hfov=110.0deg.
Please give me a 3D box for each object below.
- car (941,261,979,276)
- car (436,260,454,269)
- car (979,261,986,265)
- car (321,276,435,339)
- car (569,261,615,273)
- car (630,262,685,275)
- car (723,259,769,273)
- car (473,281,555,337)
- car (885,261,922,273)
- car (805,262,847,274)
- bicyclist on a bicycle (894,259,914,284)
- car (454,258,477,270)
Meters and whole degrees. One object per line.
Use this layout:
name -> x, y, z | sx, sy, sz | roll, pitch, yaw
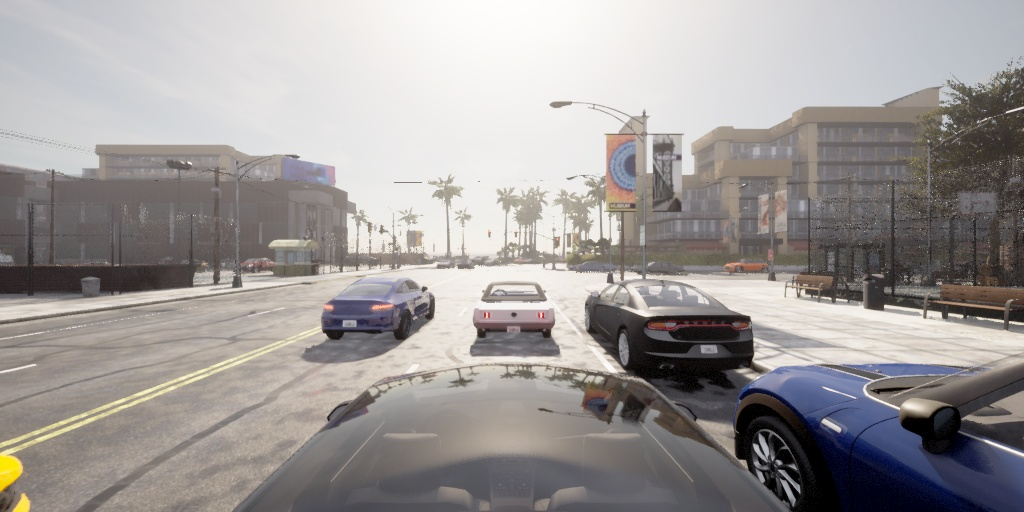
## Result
car -> 45.165, 1.241, 35.124 | 4.902, 1.511, 2.128 | 0, 0, -1
car -> -10.273, 1.297, 56.052 | 2.033, 1.411, 5.357 | 0, 0, 4
car -> 45.198, 1.241, 31.624 | 4.902, 1.511, 2.128 | 0, 0, -1
car -> -3.441, 1.276, 9.938 | 1.812, 1.442, 4.674 | 0, 0, 0
car -> 9.504, 1.298, 42.664 | 5.357, 1.411, 2.033 | 0, 0, 13
car -> 15.569, 1.297, 38.476 | 5.357, 1.411, 2.033 | 0, 0, 0
car -> 27.369, 1.102, 42.052 | 4.553, 1.767, 2.097 | 0, 0, 0
car -> 0.061, 1.351, 10.233 | 1.895, 1.301, 4.718 | 0, 0, 0
car -> 45.100, 1.310, 42.124 | 4.892, 1.490, 1.837 | 0, 0, -1
car -> 34.124, 1.314, 38.602 | 4.181, 1.385, 1.994 | 0, 0, 0
bicyclist on a bicycle -> 26.068, 1.050, 24.063 | 0.582, 1.620, 1.656 | 0, 0, -1
car -> -6.886, 1.351, 53.392 | 1.895, 1.301, 4.718 | 0, 0, 3
